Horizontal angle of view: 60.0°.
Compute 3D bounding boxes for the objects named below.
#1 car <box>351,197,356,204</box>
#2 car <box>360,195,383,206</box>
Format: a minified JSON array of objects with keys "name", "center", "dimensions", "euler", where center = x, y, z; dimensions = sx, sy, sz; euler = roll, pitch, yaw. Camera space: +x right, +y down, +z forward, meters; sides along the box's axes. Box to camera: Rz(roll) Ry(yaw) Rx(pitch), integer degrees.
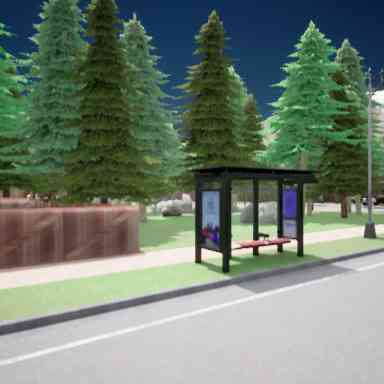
[{"name":"car","center":[25.780,1.130,51.767],"dimensions":[3.866,1.878,1.905],"euler":[0,0,-37]},{"name":"car","center":[27.598,1.128,49.988],"dimensions":[4.605,1.855,1.932],"euler":[0,0,-37]}]
